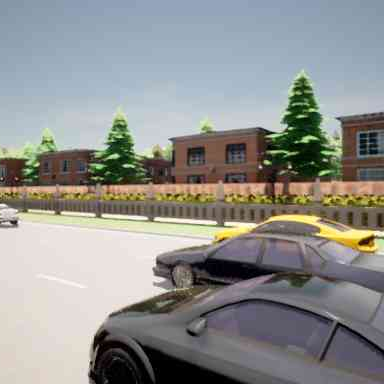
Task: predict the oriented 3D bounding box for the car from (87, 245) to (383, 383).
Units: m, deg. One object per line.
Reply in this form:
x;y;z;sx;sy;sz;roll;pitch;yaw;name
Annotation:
0.867;1.562;3.375;4.181;1.385;1.994;0;0;36;car

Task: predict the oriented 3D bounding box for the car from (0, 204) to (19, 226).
-13.266;1.494;22.045;4.674;1.442;1.812;0;0;35;car

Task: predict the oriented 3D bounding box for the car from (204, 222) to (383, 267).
1.651;1.544;7.114;5.357;1.411;2.033;0;0;36;car

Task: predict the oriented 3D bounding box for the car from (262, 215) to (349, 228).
2.979;1.473;10.466;5.008;1.535;1.882;0;0;36;car
